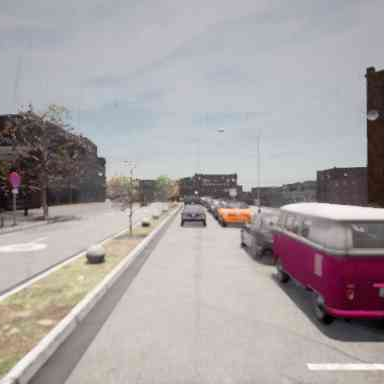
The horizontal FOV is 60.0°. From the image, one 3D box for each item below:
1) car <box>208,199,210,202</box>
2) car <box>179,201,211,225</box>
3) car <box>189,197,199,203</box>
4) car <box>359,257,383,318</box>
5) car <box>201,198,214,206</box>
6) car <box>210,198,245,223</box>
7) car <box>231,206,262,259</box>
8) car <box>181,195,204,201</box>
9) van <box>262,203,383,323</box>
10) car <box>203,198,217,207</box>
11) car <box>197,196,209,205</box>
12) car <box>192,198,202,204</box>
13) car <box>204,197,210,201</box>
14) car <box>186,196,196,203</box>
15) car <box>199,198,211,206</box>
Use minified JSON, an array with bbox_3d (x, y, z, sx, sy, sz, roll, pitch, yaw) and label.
[{"bbox_3d":[3.000,1.670,34.836,2.002,1.452,4.674,0,0,0],"label":"car"},{"bbox_3d":[0.105,1.637,24.794,2.033,1.411,5.357,0,0,0],"label":"car"},{"bbox_3d":[0.536,2.215,89.964,2.231,1.521,4.892,0,-1,-7],"label":"car"},{"bbox_3d":[2.997,1.524,1.582,2.002,1.452,4.674,0,0,0],"label":"car"},{"bbox_3d":[2.881,1.893,62.336,2.002,1.452,4.674,0,-1,-1],"label":"car"},{"bbox_3d":[3.000,1.469,29.160,2.185,1.767,4.553,0,0,0],"label":"car"},{"bbox_3d":[2.999,1.515,12.623,2.231,1.521,4.892,0,0,0],"label":"car"},{"bbox_3d":[0.090,1.418,42.323,2.150,2.045,5.566,0,-1,0],"label":"car"},{"bbox_3d":[2.999,1.271,7.226,1.878,1.987,4.442,0,0,0],"label":"van"},{"bbox_3d":[2.993,1.786,56.790,2.231,1.521,4.892,0,-1,0],"label":"car"},{"bbox_3d":[2.302,1.871,73.394,2.185,1.767,4.553,0,-1,-4],"label":"car"},{"bbox_3d":[1.224,2.183,84.587,2.002,1.452,4.674,0,-1,-6],"label":"car"},{"bbox_3d":[3.002,1.737,51.270,2.231,1.521,4.892,0,0,0],"label":"car"},{"bbox_3d":[-0.305,2.182,95.539,2.185,1.767,4.553,0,-1,-9],"label":"car"},{"bbox_3d":[2.650,1.925,67.880,2.097,1.535,5.008,0,-1,-2],"label":"car"}]
